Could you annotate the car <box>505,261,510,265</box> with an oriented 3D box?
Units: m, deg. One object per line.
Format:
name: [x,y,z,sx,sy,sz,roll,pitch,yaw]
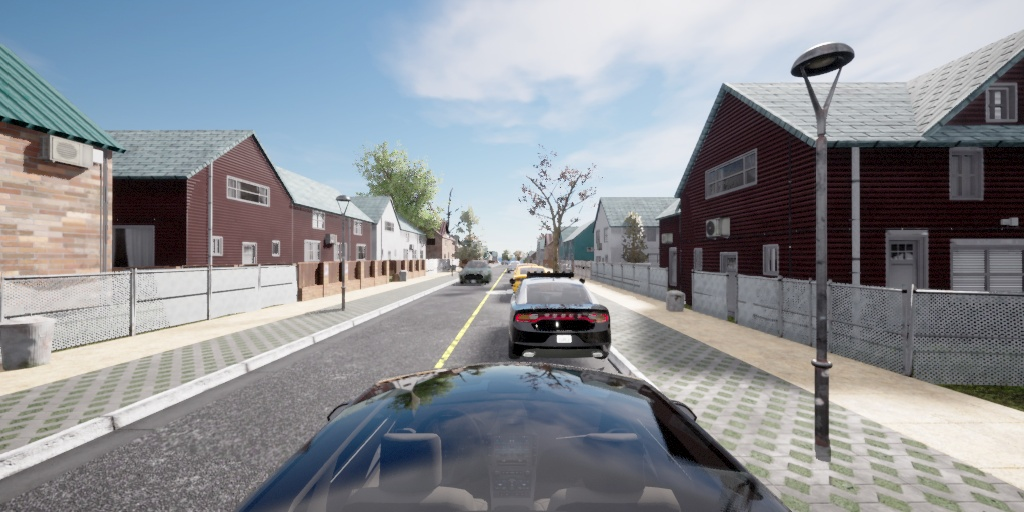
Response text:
car: [0.397,1.383,45.710,1.812,1.442,4.674,0,0,1]

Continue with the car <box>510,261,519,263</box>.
car: [1.018,1.250,24.436,1.882,1.535,5.008,0,0,0]

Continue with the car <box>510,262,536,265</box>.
car: [0.969,1.238,18.435,1.882,1.535,5.008,0,0,0]

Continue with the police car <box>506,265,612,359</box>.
police car: [0.889,1.176,8.545,1.930,1.638,5.238,0,0,0]

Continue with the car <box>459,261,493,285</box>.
car: [-2.544,1.128,26.128,2.097,1.767,4.553,0,0,0]
